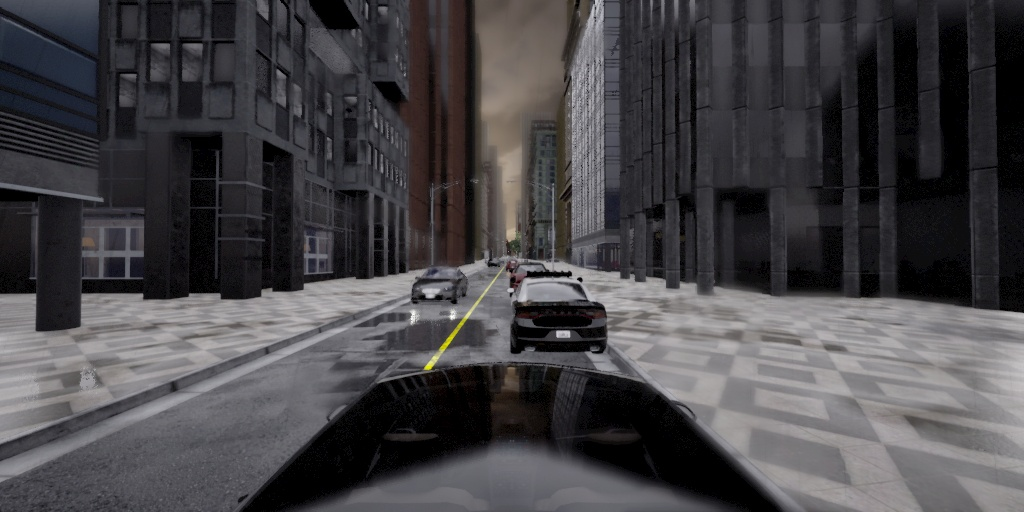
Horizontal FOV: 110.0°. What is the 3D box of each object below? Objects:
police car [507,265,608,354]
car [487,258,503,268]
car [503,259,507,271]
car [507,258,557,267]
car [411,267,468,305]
[{"bbox_3d":[0.907,1.176,8.911,1.930,1.638,5.238,0,0,0],"label":"police car"},{"bbox_3d":[-3.012,1.090,59.387,2.097,1.767,4.553,0,0,0],"label":"car"},{"bbox_3d":[0.117,1.266,48.363,1.812,1.442,4.674,0,0,1],"label":"car"},{"bbox_3d":[0.918,1.100,18.772,2.097,1.767,4.553,0,0,0],"label":"car"},{"bbox_3d":[-3.085,1.240,15.989,2.128,1.511,4.902,0,0,0],"label":"car"}]
